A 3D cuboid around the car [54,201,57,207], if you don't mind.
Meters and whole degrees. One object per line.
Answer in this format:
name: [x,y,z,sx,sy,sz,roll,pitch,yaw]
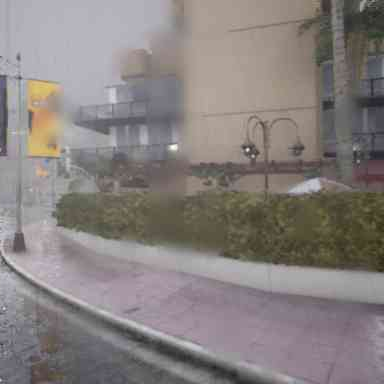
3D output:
car: [-24.290,1.909,63.288,2.097,1.767,4.553,-1,-1,17]
